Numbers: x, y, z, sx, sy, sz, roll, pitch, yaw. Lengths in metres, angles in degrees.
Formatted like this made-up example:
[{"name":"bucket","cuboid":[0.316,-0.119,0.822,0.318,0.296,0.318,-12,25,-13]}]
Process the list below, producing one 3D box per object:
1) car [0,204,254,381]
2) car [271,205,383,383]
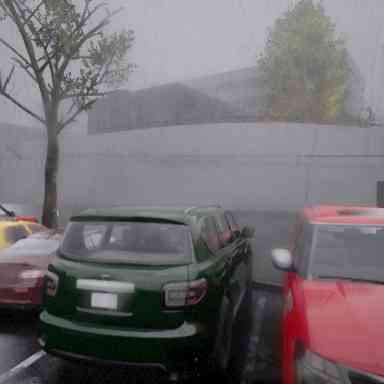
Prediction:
[{"name":"car","cuboid":[-0.187,1.230,5.955,2.435,2.045,5.566,0,-1,15]},{"name":"car","cuboid":[2.262,1.232,4.158,2.435,2.045,5.566,1,-1,15]}]
